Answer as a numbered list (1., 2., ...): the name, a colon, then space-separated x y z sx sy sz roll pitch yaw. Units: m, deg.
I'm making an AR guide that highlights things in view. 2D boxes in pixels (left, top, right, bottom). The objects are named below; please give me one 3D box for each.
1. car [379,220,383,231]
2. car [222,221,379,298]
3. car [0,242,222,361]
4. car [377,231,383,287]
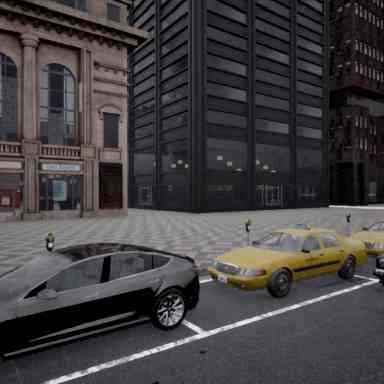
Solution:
1. car: 7.211 1.525 11.760 4.829 1.417 1.752 0 0 -35
2. car: 2.611 1.525 8.495 4.829 1.417 1.752 0 0 -35
3. car: -1.850 1.566 5.329 4.313 1.339 1.947 0 0 -35
4. car: 6.273 1.601 7.826 4.718 1.301 1.895 0 0 -35
